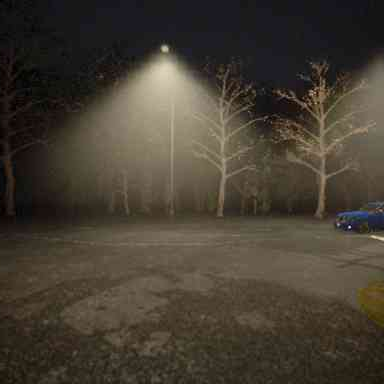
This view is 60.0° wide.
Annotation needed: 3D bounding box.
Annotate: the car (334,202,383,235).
[{"bbox_3d":[11.769,1.611,20.399,5.566,2.045,2.150,-1,-1,0],"label":"car"}]
